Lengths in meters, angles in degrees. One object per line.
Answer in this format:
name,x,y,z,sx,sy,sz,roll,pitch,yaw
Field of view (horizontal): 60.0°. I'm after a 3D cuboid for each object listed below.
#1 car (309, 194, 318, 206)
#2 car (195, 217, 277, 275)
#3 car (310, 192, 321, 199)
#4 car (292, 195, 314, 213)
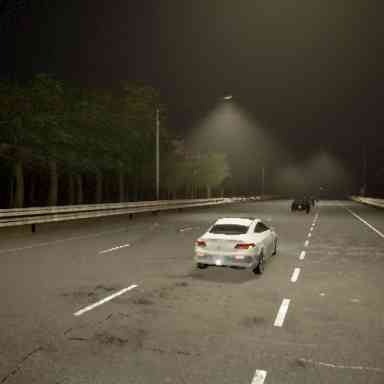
car,18.680,1.518,53.444,2.128,1.511,4.902,0,0,22
car,1.536,1.525,10.549,1.812,1.442,4.674,0,0,22
car,27.675,1.314,75.955,2.150,2.045,5.566,0,0,22
car,12.561,1.485,38.134,1.882,1.535,5.008,0,0,22
